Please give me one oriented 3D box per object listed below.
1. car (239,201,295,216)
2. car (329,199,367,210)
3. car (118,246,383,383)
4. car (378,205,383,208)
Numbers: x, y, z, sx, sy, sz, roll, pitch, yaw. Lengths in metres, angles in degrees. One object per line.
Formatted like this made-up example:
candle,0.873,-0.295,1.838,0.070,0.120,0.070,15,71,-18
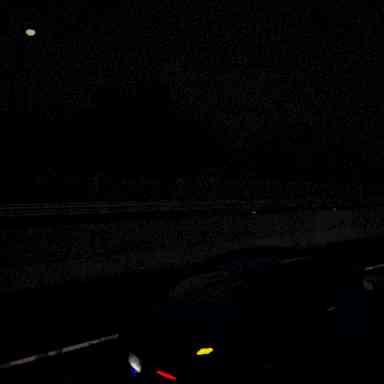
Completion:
car,5.755,1.456,25.296,5.008,1.535,1.882,0,0,-35
car,18.012,1.523,38.309,5.357,1.411,2.033,0,0,-35
car,1.299,1.520,4.674,4.674,1.442,1.812,0,0,-35
car,18.743,1.522,30.250,5.357,1.411,2.033,0,0,-35
